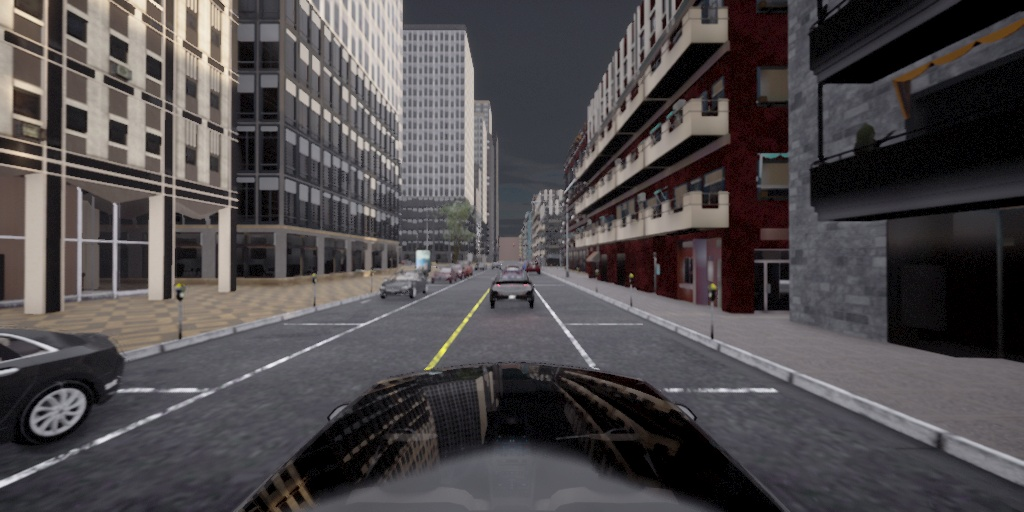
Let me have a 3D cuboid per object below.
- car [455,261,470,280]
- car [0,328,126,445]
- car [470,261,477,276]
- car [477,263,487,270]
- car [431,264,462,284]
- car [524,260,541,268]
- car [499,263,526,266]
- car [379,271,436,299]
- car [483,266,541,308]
[{"bbox_3d":[-5.681,1.514,35.925,1.967,1.591,4.097,0,0,0],"label":"car"},{"bbox_3d":[-5.691,1.309,2.621,2.007,1.370,4.403,0,0,0],"label":"car"},{"bbox_3d":[-5.679,1.442,41.475,2.192,1.841,5.009,0,0,0],"label":"car"},{"bbox_3d":[-5.673,1.911,63.678,1.948,1.339,4.313,0,0,0],"label":"car"},{"bbox_3d":[-5.683,1.603,30.374,1.802,1.307,4.207,0,0,0],"label":"car"},{"bbox_3d":[2.703,1.496,47.024,2.192,1.841,5.009,0,0,0],"label":"car"},{"bbox_3d":[0.012,1.555,31.235,1.812,1.442,4.674,0,0,0],"label":"car"},{"bbox_3d":[-5.686,1.466,19.272,2.007,1.370,4.403,0,0,0],"label":"car"},{"bbox_3d":[0.007,1.378,16.152,2.128,1.511,4.902,0,0,0],"label":"car"}]
